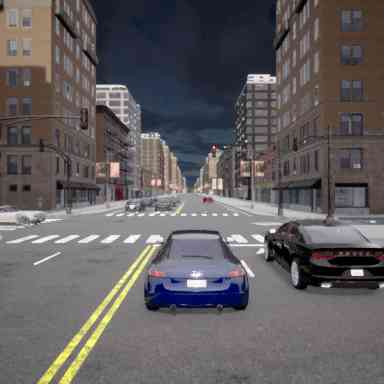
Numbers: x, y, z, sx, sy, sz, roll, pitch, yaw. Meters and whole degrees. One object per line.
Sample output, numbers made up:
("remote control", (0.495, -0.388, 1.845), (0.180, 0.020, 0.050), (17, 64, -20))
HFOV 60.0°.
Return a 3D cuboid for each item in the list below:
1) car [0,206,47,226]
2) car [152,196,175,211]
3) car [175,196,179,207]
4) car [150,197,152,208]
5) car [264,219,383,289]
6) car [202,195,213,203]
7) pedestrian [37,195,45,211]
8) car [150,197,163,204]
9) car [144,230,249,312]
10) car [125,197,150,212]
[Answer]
("car", (-12.555, 1.594, 22.749), (4.718, 1.301, 1.895), (0, 0, 0))
("car", (-3.396, 1.499, 40.476), (1.837, 1.490, 4.892), (0, 0, 0))
("car", (-3.402, 1.492, 49.781), (1.837, 1.490, 4.892), (0, 1, 0))
("car", (-6.655, 1.495, 48.468), (1.837, 1.490, 4.892), (0, 0, 0))
("car", (3.327, 1.477, 9.179), (1.882, 1.535, 5.008), (0, 0, 0))
("car", (3.266, 1.459, 69.772), (1.882, 1.535, 5.008), (0, 0, 0))
("pedestrian", (-14.180, 1.166, 31.106), (0.375, 1.860, 0.375), (0, 0, 0))
("car", (-6.634, 1.586, 62.353), (1.895, 1.301, 4.718), (0, 0, 0))
("car", (0.079, 1.563, 7.800), (1.994, 1.385, 4.181), (0, 0, 0))
("car", (-6.644, 1.486, 39.223), (2.128, 1.511, 4.902), (0, 0, 0))
